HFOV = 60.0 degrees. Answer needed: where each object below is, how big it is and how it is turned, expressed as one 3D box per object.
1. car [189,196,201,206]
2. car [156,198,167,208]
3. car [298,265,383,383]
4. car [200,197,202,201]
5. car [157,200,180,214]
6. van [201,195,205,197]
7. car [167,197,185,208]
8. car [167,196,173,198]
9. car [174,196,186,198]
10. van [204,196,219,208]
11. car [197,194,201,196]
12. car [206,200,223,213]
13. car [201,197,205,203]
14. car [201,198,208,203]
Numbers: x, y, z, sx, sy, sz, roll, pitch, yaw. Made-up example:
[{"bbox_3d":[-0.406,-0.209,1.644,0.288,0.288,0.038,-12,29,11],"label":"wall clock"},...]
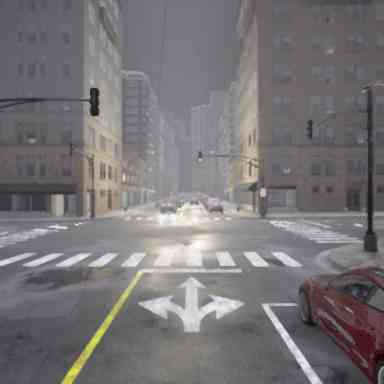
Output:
[{"bbox_3d":[0.460,2.097,70.067,1.812,1.442,4.674,0,0,0],"label":"car"},{"bbox_3d":[-5.395,2.101,58.359,1.802,1.307,4.206,0,0,0],"label":"car"},{"bbox_3d":[2.756,1.631,4.423,1.802,1.307,4.206,0,-1,0],"label":"car"},{"bbox_3d":[3.219,2.160,69.395,1.802,1.307,4.206,0,0,0],"label":"car"},{"bbox_3d":[-2.850,1.985,41.066,1.895,1.301,4.718,0,0,1],"label":"car"},{"bbox_3d":[3.262,1.940,74.947,1.690,1.788,3.998,0,0,0],"label":"van"},{"bbox_3d":[-2.680,2.061,57.387,2.033,1.411,5.357,0,0,1],"label":"car"},{"bbox_3d":[-5.306,2.129,69.464,2.008,1.369,4.403,0,0,0],"label":"car"},{"bbox_3d":[-2.519,2.118,72.817,2.033,1.411,5.357,0,0,0],"label":"car"},{"bbox_3d":[3.043,1.775,47.184,1.690,1.788,3.998,0,0,0],"label":"van"},{"bbox_3d":[0.537,1.929,80.070,1.882,1.535,5.008,0,0,0],"label":"car"},{"bbox_3d":[3.001,1.971,41.631,1.802,1.307,4.206,0,0,0],"label":"car"},{"bbox_3d":[3.176,2.134,63.839,1.802,1.307,4.206,0,0,0],"label":"car"},{"bbox_3d":[3.391,2.246,91.601,1.802,1.307,4.206,0,0,0],"label":"car"}]
